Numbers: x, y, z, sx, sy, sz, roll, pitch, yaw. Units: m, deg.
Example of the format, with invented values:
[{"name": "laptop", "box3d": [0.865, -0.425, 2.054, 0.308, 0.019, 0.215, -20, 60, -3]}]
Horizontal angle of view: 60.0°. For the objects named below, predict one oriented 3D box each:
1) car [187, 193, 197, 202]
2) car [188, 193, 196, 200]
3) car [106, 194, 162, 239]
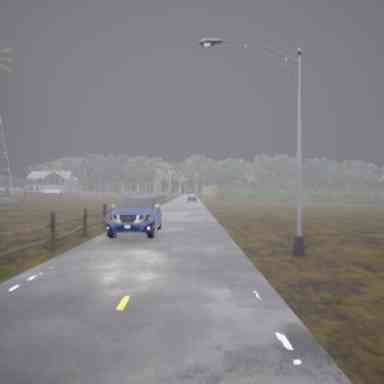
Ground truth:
[{"name": "car", "box3d": [-0.006, 1.191, 65.286, 1.882, 1.535, 5.008, 0, 0, 0]}, {"name": "car", "box3d": [-0.007, 1.028, 75.703, 1.837, 1.490, 4.892, 0, 0, 0]}, {"name": "car", "box3d": [-2.806, 1.156, 17.297, 2.150, 2.045, 5.566, 0, 0, 0]}]
